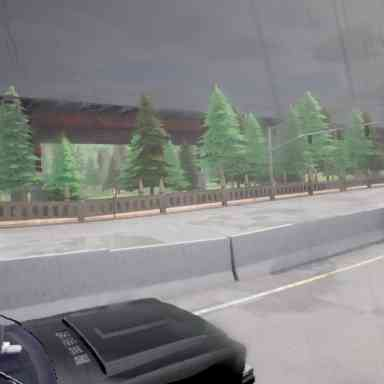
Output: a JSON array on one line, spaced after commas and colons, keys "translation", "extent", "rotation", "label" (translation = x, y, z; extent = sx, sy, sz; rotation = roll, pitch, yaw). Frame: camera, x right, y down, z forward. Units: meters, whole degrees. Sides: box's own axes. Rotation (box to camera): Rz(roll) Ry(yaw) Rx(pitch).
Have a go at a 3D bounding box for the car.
[{"translation": [-1.750, 1.603, 2.500], "extent": [4.718, 1.301, 1.895], "rotation": [0, 0, -36], "label": "car"}]
